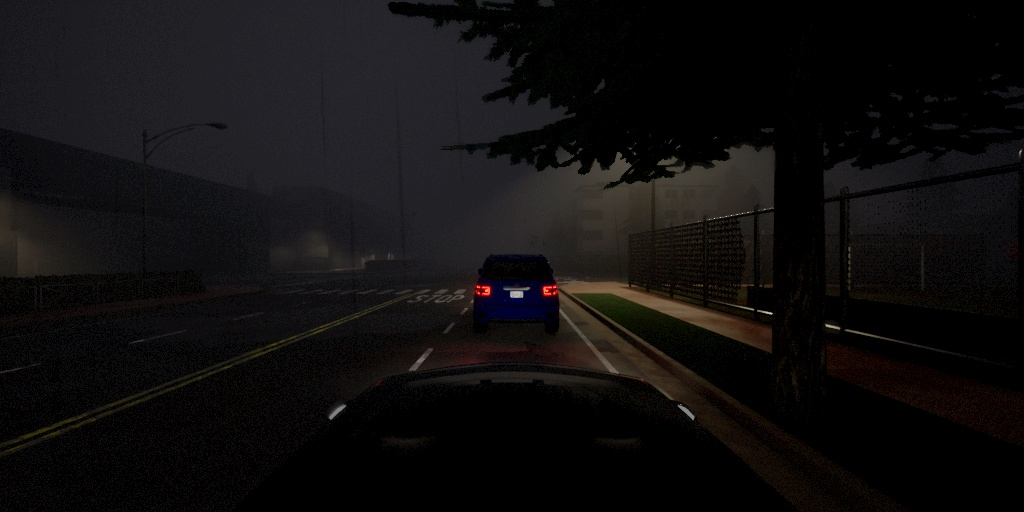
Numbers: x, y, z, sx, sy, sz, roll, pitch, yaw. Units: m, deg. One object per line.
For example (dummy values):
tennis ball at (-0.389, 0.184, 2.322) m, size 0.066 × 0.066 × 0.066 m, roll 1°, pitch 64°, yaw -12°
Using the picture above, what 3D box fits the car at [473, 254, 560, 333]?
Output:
car at (0.112, 0.972, 10.878) m, size 2.150 × 2.045 × 5.566 m, roll 0°, pitch 0°, yaw 0°

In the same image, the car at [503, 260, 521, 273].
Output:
car at (0.010, 1.242, 45.734) m, size 2.128 × 1.511 × 4.902 m, roll 0°, pitch 0°, yaw 0°
